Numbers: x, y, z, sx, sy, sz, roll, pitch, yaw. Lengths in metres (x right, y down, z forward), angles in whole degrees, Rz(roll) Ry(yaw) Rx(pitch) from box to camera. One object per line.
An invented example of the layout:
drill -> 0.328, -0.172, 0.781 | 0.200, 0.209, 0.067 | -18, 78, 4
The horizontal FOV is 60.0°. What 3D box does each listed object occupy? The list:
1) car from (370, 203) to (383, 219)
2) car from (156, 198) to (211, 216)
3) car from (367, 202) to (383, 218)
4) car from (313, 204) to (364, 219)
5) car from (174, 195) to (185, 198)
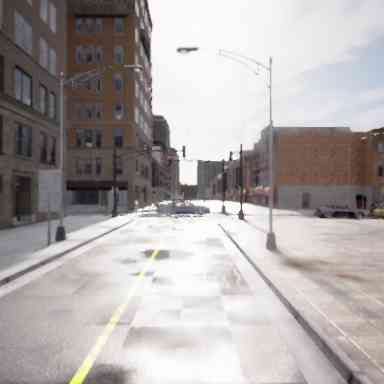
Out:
car -> 19.020, 1.784, 30.134 | 4.829, 1.417, 1.752 | 0, -1, 0
car -> -0.837, 1.618, 32.705 | 5.357, 1.411, 2.033 | 0, 0, 0
car -> 20.177, 1.753, 32.769 | 4.892, 1.490, 1.837 | 0, 0, 0
car -> 13.227, 1.780, 30.122 | 4.313, 1.339, 1.947 | 0, -1, 0
car -> -2.729, 1.612, 73.246 | 2.150, 2.045, 5.566 | 0, -1, 0
